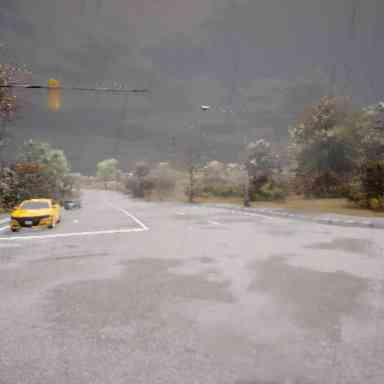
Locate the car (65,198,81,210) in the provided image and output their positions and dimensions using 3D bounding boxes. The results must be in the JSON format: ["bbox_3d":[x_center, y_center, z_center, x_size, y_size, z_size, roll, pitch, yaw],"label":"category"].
[{"bbox_3d":[-15.362,1.485,42.897,2.128,1.511,4.902,-2,-1,-16],"label":"car"}]

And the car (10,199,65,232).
[{"bbox_3d":[-8.291,1.131,17.915,1.882,1.535,5.008,-2,1,-16],"label":"car"}]
